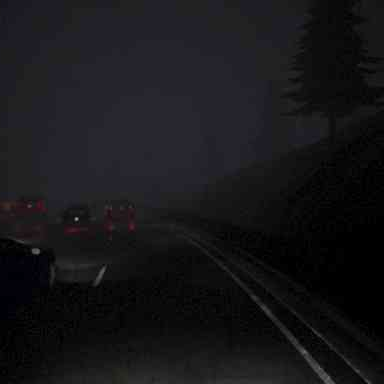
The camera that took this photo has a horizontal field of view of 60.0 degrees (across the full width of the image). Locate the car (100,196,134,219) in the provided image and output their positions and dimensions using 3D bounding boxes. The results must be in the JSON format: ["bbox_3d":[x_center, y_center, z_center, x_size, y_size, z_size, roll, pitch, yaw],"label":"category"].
[{"bbox_3d":[-6.483,1.331,29.039,2.097,1.767,4.553,0,0,-20],"label":"car"}]

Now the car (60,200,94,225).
[{"bbox_3d":[-8.329,1.499,23.966,1.837,1.490,4.892,0,0,-19],"label":"car"}]

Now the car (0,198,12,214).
[{"bbox_3d":[-20.229,1.374,35.616,2.097,1.767,4.553,0,0,-21],"label":"car"}]

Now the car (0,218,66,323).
[{"bbox_3d":[-3.922,1.483,5.759,1.882,1.535,5.008,0,0,-5],"label":"car"}]

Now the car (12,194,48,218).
[{"bbox_3d":[-13.893,1.229,28.965,2.150,2.045,5.566,0,0,-21],"label":"car"}]

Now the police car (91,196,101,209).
[{"bbox_3d":[-12.278,1.403,44.071,1.930,1.638,5.238,0,0,-21],"label":"police car"}]
